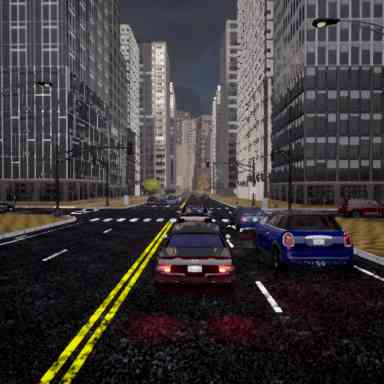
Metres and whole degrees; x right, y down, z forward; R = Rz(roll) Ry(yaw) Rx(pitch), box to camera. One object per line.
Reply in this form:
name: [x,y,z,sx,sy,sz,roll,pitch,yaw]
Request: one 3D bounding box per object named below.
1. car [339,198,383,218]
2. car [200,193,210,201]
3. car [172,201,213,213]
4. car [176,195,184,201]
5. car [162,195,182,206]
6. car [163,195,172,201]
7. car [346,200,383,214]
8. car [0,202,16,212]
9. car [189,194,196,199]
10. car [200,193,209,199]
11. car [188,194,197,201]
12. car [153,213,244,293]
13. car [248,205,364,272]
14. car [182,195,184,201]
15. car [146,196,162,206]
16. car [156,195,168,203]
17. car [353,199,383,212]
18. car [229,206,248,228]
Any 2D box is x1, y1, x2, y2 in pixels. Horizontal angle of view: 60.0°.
car: [16.258,1.513,31.003,5.009,1.841,2.192,1,0,1]
car: [3.400,1.381,81.814,1.882,1.535,5.008,0,0,0]
car: [0.135,1.479,18.719,2.128,1.511,4.902,0,0,0]
car: [-3.095,1.491,85.040,1.895,1.301,4.718,0,0,0]
car: [-3.236,1.304,55.063,2.097,1.767,4.553,0,0,0]
car: [-6.343,1.431,86.228,2.033,1.411,5.357,0,0,0]
car: [19.899,1.640,36.718,4.892,1.490,1.837,0,1,1]
car: [-21.196,1.368,34.285,5.357,1.411,2.033,1,1,1]
car: [0.169,1.266,92.240,2.033,1.411,5.357,0,0,0]
car: [3.419,1.081,92.203,2.097,1.767,4.553,0,0,0]
car: [0.150,1.404,81.823,1.837,1.490,4.892,0,0,0]
car: [0.110,1.542,8.974,2.033,1.411,5.357,0,0,1]
car: [3.369,1.346,10.944,2.097,1.767,4.553,0,0,0]
car: [-3.122,1.455,69.974,1.812,1.442,4.674,0,0,0]
car: [-6.489,1.456,55.226,1.837,1.490,4.892,0,0,0]
car: [-6.372,1.469,70.650,2.033,1.411,5.357,0,0,0]
car: [21.881,1.635,39.279,4.829,1.417,1.752,1,0,1]
car: [3.388,1.534,20.329,2.033,1.411,5.357,0,0,0]
